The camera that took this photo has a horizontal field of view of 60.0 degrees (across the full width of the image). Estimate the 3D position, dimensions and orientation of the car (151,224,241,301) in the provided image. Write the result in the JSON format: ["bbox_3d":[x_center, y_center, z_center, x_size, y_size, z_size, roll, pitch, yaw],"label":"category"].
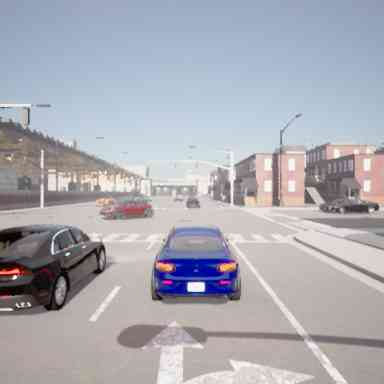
[{"bbox_3d":[0.093,1.531,8.245,1.812,1.442,4.674,0,0,0],"label":"car"}]

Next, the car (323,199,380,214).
[{"bbox_3d":[16.787,1.514,34.543,4.902,1.511,2.128,0,0,0],"label":"car"}]

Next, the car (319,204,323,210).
[{"bbox_3d":[17.091,1.530,38.050,4.892,1.490,1.837,0,0,0],"label":"car"}]

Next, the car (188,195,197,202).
[{"bbox_3d":[0.147,1.530,77.416,1.882,1.535,5.008,0,0,0],"label":"car"}]

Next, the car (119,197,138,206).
[{"bbox_3d":[-10.471,1.584,55.344,2.033,1.411,5.357,0,0,0],"label":"car"}]

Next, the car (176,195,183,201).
[{"bbox_3d":[-3.327,1.586,92.156,1.812,1.442,4.674,0,0,0],"label":"car"}]

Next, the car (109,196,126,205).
[{"bbox_3d":[-13.931,1.533,62.686,2.128,1.511,4.902,0,0,1],"label":"car"}]

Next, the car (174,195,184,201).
[{"bbox_3d":[-3.346,1.650,82.110,1.895,1.301,4.718,0,0,0],"label":"car"}]

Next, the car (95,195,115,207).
[{"bbox_3d":[-13.977,1.388,53.637,2.097,1.767,4.553,0,0,0],"label":"car"}]

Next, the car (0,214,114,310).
[{"bbox_3d":[-3.414,1.510,7.788,1.837,1.490,4.892,0,0,0],"label":"car"}]

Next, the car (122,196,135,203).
[{"bbox_3d":[-13.863,1.573,72.900,1.812,1.442,4.674,0,0,0],"label":"car"}]

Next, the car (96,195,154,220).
[{"bbox_3d":[-5.514,1.371,28.024,4.553,1.767,2.097,0,0,-45],"label":"car"}]

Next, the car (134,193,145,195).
[{"bbox_3d":[-10.408,1.265,65.206,2.150,2.045,5.566,0,0,0],"label":"car"}]

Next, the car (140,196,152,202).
[{"bbox_3d":[-10.359,1.602,75.073,1.994,1.385,4.181,0,0,0],"label":"car"}]

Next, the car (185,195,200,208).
[{"bbox_3d":[0.166,1.537,49.078,1.837,1.490,4.892,-1,0,-2],"label":"car"}]
